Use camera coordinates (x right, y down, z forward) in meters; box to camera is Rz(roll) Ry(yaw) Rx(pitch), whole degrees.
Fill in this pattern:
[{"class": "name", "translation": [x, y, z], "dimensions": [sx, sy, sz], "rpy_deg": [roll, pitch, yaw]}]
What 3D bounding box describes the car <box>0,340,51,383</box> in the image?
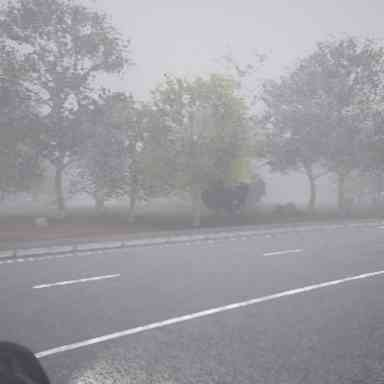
[{"class": "car", "translation": [-2.805, 1.553, 1.598], "dimensions": [4.181, 1.385, 1.994], "rpy_deg": [0, 0, -36]}]
